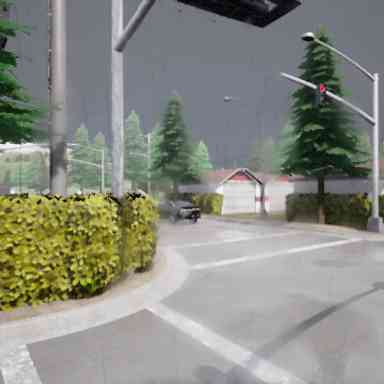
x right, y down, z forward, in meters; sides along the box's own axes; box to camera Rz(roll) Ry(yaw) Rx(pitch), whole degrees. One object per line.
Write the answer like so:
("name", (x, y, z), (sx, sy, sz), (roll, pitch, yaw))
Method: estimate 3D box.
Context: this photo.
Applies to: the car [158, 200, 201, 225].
("car", (-1.362, 1.281, 22.493), (2.128, 1.511, 4.902), (-1, 1, -36))
